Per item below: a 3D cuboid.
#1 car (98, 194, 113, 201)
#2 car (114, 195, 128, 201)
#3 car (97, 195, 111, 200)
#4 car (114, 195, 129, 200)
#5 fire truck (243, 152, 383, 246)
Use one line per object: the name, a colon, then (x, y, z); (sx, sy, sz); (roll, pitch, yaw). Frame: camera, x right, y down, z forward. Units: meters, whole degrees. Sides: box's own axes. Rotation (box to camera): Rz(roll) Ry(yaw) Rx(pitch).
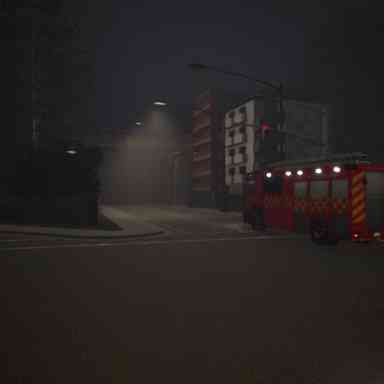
car: (-21.432, 1.459, 81.207); (2.038, 1.542, 4.974); (0, 0, 5)
car: (-17.416, 1.458, 82.335); (2.038, 1.542, 4.974); (0, 0, -40)
car: (-21.428, 1.301, 81.259); (1.853, 1.218, 4.536); (0, 0, 5)
car: (-17.449, 1.301, 82.375); (1.853, 1.218, 4.536); (0, 0, -40)
fire truck: (5.816, 0.357, 16.744); (2.891, 3.827, 8.468); (0, 0, -20)
